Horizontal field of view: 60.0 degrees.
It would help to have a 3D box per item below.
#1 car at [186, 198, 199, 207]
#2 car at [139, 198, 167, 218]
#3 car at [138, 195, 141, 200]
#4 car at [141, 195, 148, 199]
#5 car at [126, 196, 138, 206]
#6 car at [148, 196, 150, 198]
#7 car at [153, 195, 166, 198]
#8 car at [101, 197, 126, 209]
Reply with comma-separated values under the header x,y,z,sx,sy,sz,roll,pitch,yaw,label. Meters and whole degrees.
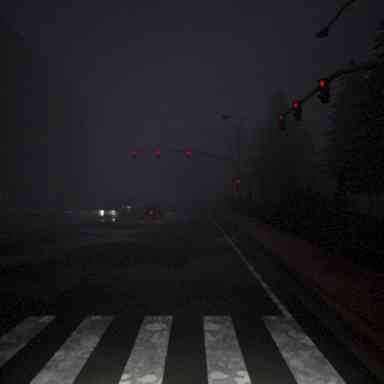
x,y,z,sx,sy,sz,roll,pitch,yaw,label
0.047,1.573,52.508,1.994,1.385,4.181,0,0,0,car
-3.425,1.531,30.270,1.812,1.442,4.674,0,0,0,car
-12.295,1.489,68.154,1.882,1.535,5.008,0,0,-19,car
-12.328,1.390,82.687,2.128,1.511,4.902,0,0,-41,car
-10.690,1.557,54.925,2.033,1.411,5.357,0,0,-1,car
-8.213,1.514,83.011,1.837,1.490,4.892,0,0,-37,car
-7.019,1.512,73.868,1.837,1.490,4.892,0,0,-26,car
-10.612,1.608,44.312,1.895,1.301,4.718,0,0,0,car
